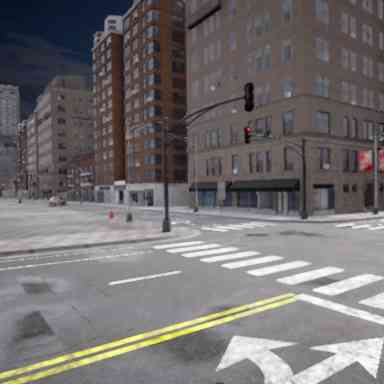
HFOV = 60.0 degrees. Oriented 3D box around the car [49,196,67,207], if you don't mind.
[{"bbox_3d":[-22.336,1.534,55.390,2.097,1.767,4.553,-1,1,-35],"label":"car"}]
